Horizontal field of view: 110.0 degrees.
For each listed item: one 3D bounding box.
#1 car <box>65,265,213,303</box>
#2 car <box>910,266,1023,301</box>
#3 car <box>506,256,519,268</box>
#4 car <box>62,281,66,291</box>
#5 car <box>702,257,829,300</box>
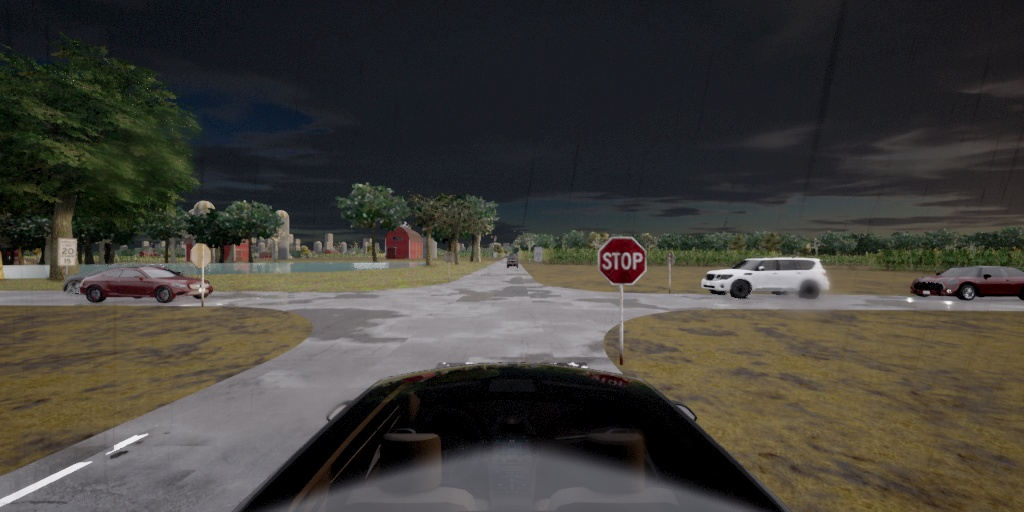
[{"bbox_3d":[-15.485,1.185,15.267,4.674,1.442,1.812,0,-1,1],"label":"car"},{"bbox_3d":[23.334,1.293,18.248,4.553,1.767,2.097,0,-1,0],"label":"car"},{"bbox_3d":[0.127,1.224,60.286,1.837,1.490,4.892,0,0,0],"label":"car"},{"bbox_3d":[-19.692,1.186,18.231,4.902,1.511,2.128,0,-1,0],"label":"car"},{"bbox_3d":[12.807,1.088,18.293,5.566,2.045,2.150,1,-1,1],"label":"car"}]
